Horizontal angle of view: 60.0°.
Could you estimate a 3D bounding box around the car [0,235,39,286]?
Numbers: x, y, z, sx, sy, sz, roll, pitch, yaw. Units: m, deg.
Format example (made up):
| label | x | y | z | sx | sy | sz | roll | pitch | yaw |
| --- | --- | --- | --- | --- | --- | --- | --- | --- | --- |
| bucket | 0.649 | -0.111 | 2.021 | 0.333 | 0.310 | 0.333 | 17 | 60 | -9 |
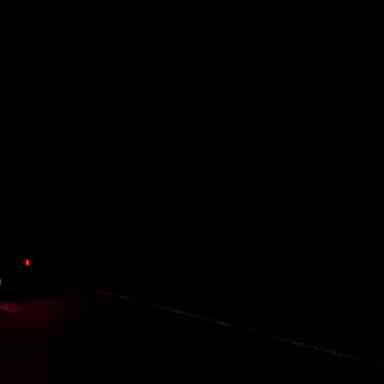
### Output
| label | x | y | z | sx | sy | sz | roll | pitch | yaw |
| --- | --- | --- | --- | --- | --- | --- | --- | --- | --- |
| car | -5.865 | 1.591 | 8.167 | 4.718 | 1.301 | 1.895 | 0 | 0 | 36 |
